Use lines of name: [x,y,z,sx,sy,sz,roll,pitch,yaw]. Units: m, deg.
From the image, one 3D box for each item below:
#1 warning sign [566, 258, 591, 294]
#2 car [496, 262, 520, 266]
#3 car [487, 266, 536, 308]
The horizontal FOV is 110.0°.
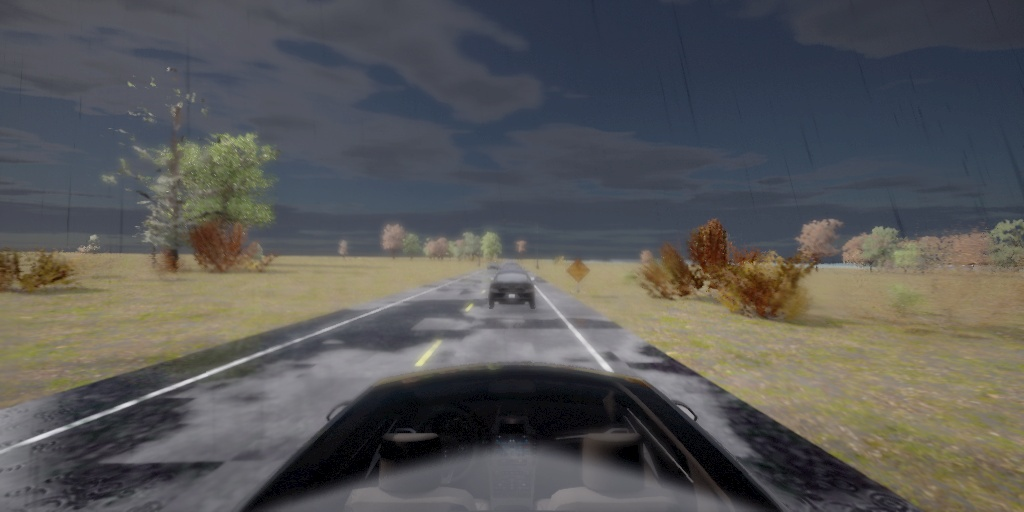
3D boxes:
warning sign: [3.530,1.051,19.070,1.300,1.860,1.060,0,0,0]
car: [-0.009,1.407,30.268,2.097,1.767,4.553,0,-1,0]
car: [0.015,1.381,16.098,1.882,1.535,5.008,0,0,1]
